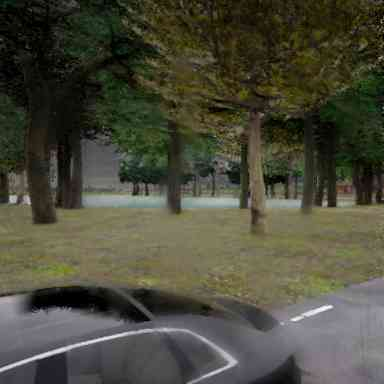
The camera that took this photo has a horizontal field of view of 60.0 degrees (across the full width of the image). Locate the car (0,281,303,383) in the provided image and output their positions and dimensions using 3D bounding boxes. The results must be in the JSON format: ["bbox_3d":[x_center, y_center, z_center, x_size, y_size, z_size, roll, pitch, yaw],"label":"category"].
[{"bbox_3d":[-1.316,1.520,2.092,4.892,1.490,1.837,1,-1,-36],"label":"car"}]
